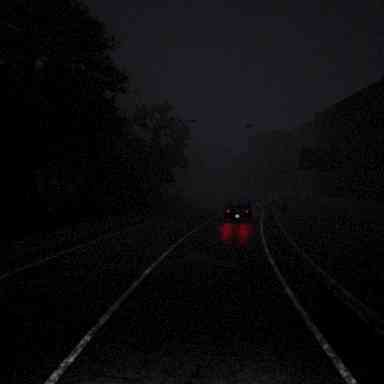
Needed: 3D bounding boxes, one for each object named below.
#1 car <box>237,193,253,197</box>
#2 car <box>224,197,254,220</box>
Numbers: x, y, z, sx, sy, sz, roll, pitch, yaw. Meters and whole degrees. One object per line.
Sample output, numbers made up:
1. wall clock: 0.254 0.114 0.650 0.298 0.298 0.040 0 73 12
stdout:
1. car: 6.492 0.887 40.779 1.812 1.442 4.674 1 2 8
2. car: 3.528 1.304 24.650 1.895 1.301 4.718 1 1 12
